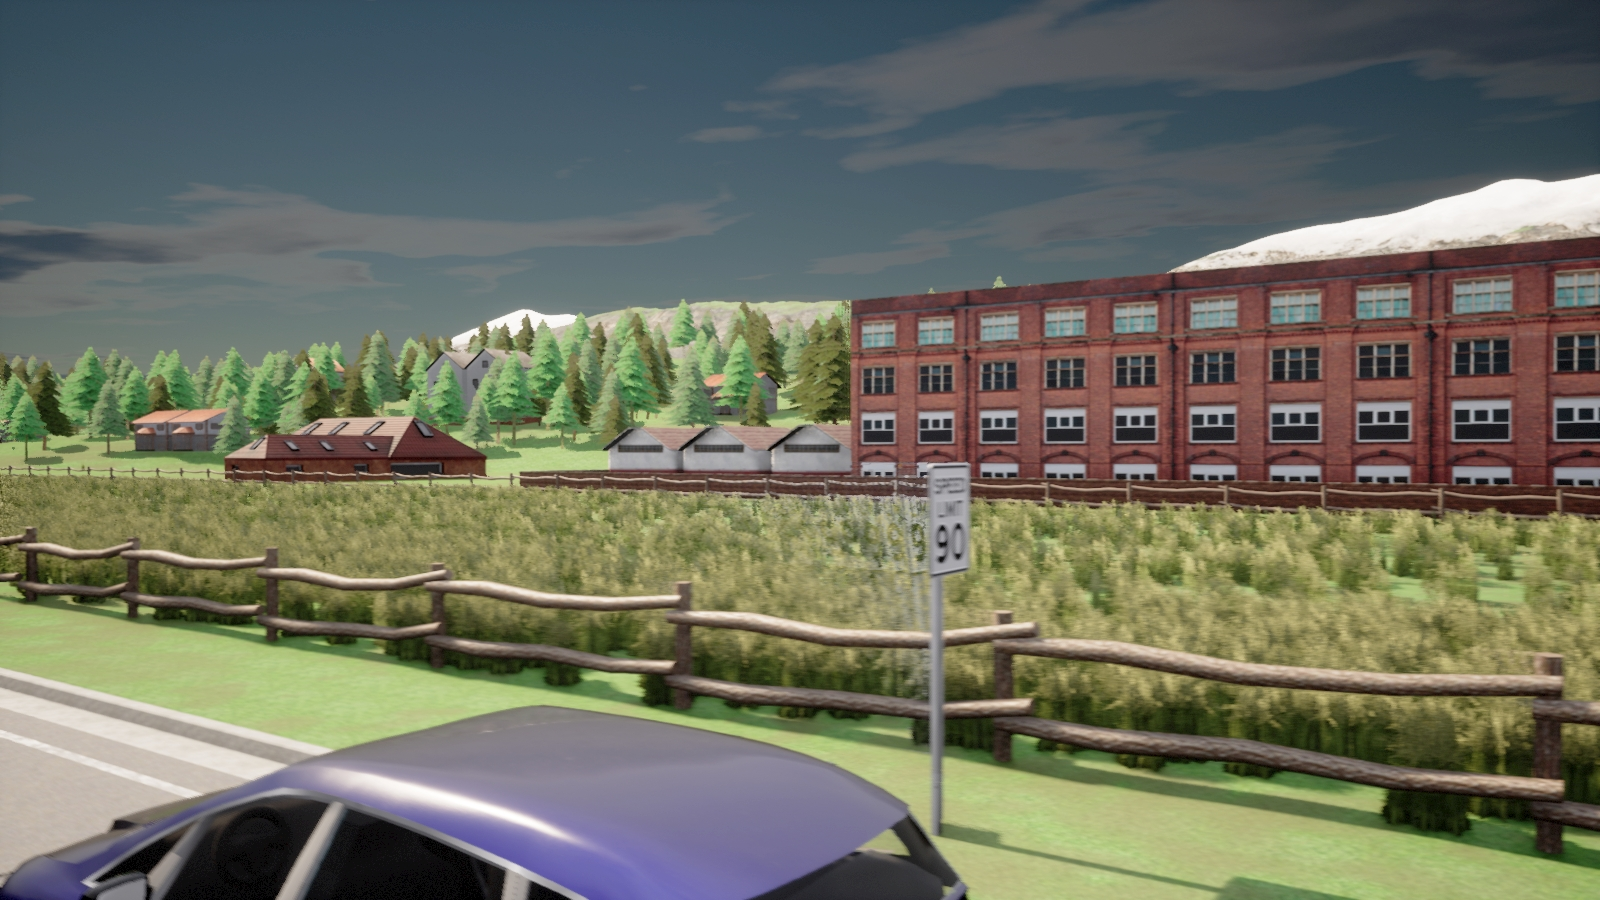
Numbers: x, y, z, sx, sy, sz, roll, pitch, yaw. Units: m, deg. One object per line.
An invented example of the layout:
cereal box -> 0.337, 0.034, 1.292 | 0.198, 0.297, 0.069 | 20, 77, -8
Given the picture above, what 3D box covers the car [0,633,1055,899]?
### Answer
car -> -1.532, 1.969, 4.868 | 4.611, 1.667, 2.242 | 0, 0, 34
